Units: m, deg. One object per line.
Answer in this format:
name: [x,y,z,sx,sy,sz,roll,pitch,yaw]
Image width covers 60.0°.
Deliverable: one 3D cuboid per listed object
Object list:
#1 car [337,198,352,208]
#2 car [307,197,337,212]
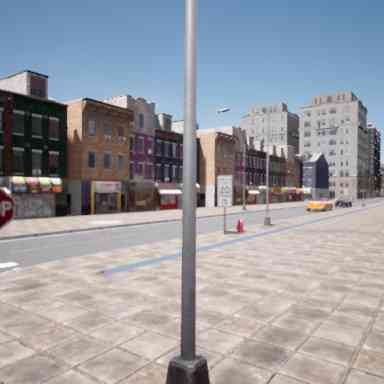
car: [23.755,1.648,52.083,1.812,1.442,4.674,1,0,36]
car: [16.005,1.433,41.322,2.097,1.767,4.553,1,0,37]
